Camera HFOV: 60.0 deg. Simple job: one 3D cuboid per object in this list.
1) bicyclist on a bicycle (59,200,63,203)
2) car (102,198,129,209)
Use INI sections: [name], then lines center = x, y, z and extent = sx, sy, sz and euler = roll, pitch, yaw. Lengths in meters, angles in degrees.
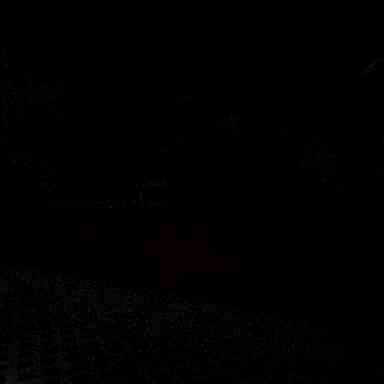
[bicyclist on a bicycle]
center = -9.455, 1.377, 24.359
extent = 1.656, 1.620, 0.582
euler = -3, -2, 22
[car]
center = -9.214, 1.813, 40.606
extent = 2.150, 2.045, 5.566
euler = -3, -2, 22
